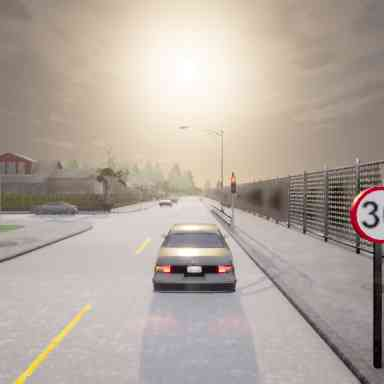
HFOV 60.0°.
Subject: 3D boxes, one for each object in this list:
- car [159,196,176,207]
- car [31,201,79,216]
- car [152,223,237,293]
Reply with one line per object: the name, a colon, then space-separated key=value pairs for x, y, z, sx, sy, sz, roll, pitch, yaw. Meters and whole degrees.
car: x=-4.000 y=1.553 z=51.807 sx=2.033 sy=1.411 sz=5.357 roll=0 pitch=0 yaw=0
car: x=-13.052 y=1.567 z=31.711 sx=4.181 sy=1.385 sz=1.994 roll=0 pitch=0 yaw=1
car: x=0.070 y=1.548 z=8.965 sx=2.033 sy=1.411 sz=5.357 roll=0 pitch=0 yaw=1
